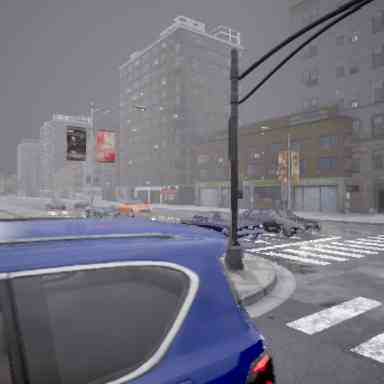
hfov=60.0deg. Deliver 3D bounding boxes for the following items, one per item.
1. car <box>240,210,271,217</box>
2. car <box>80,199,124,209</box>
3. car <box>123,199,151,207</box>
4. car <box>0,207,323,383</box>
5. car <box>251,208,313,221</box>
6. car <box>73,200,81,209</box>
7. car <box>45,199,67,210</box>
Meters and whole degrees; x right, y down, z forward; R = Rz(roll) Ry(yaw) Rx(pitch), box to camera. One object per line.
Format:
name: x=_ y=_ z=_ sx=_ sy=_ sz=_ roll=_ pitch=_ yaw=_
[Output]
car: x=1.375 y=1.644 z=16.574 sx=1.895 sy=1.301 sz=4.718 roll=0 pitch=0 yaw=-34
car: x=-8.101 y=1.629 z=29.699 sx=1.812 sy=1.442 sz=4.674 roll=0 pitch=0 yaw=-36
car: x=-5.514 y=1.455 z=31.670 sx=2.097 sy=1.767 sz=4.553 roll=0 pitch=0 yaw=-36
car: x=-2.104 y=1.222 z=1.428 sx=5.566 sy=2.045 sz=2.150 roll=0 pitch=0 yaw=-32
car: x=4.314 y=1.588 z=18.168 sx=2.033 sy=1.411 sz=5.357 roll=0 pitch=0 yaw=-36
car: x=-13.873 y=1.745 z=43.215 sx=1.895 sy=1.301 sz=4.718 roll=0 pitch=0 yaw=-36
car: x=-17.613 y=1.654 z=42.858 sx=1.837 sy=1.490 sz=4.892 roll=0 pitch=0 yaw=-36
